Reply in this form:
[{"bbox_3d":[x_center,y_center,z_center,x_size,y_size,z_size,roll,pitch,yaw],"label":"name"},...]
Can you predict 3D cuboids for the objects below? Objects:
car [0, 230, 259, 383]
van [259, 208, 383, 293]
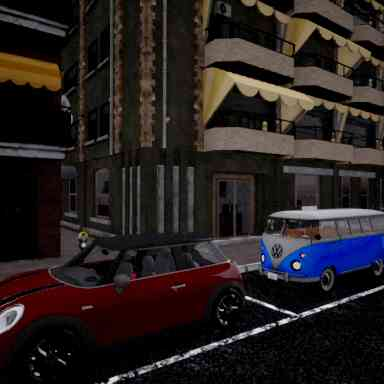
[{"bbox_3d":[-1.140,1.440,5.280,4.097,1.590,1.967,0,0,-35],"label":"car"},{"bbox_3d":[3.494,1.343,8.582,3.998,1.788,1.690,0,0,-35],"label":"van"}]
